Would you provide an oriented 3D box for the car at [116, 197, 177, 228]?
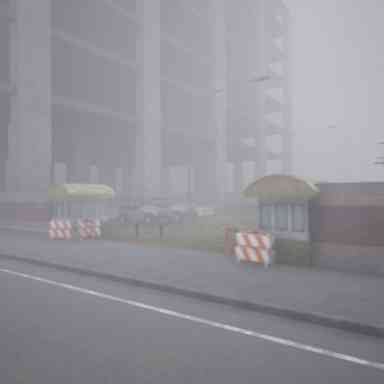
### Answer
[{"bbox_3d":[-3.294,1.316,22.206,3.866,1.878,1.905,-1,0,36],"label":"car"}]

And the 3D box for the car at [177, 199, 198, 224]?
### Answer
[{"bbox_3d":[-1.583,1.315,24.598,3.866,1.878,1.905,-1,0,36],"label":"car"}]
